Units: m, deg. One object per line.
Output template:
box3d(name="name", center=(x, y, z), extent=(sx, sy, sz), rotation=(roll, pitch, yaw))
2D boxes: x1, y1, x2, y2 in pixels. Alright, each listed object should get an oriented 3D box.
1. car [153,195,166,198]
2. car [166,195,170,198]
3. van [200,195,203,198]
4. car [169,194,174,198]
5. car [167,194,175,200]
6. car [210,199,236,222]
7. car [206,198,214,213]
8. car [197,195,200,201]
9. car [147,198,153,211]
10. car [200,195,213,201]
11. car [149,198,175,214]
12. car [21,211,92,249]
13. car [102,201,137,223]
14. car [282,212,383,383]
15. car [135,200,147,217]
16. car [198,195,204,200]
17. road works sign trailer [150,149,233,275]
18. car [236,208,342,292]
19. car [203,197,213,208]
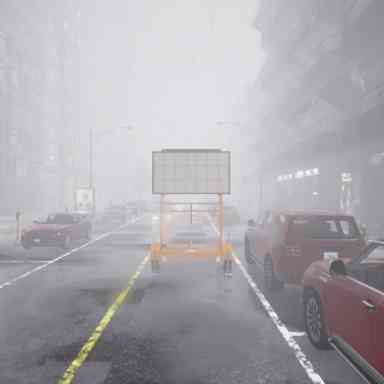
box3d(name="car", center=(-5.790, 1.428, 54.104), extent=(1.967, 1.590, 4.097), rotation=(1, 0, 0))
box3d(name="car", center=(-5.815, 1.561, 65.417), extent=(1.802, 1.307, 4.206), rotation=(1, 0, 0))
box3d(name="van", center=(2.591, 1.329, 54.086), extent=(1.690, 1.788, 3.998), rotation=(1, 0, 0))
box3d(name="car", center=(-5.837, 1.409, 76.730), extent=(1.967, 1.590, 4.097), rotation=(1, 0, 0))
box3d(name="car", center=(-5.871, 1.389, 93.701), extent=(1.967, 1.590, 4.097), rotation=(1, 0, 0))
box3d(name="car", center=(2.647, 1.528, 25.972), extent=(1.752, 1.417, 4.829), rotation=(1, 0, 0))
box3d(name="car", center=(2.635, 1.566, 31.459), extent=(1.947, 1.339, 4.313), rotation=(1, 0, 0))
box3d(name="car", center=(2.541, 1.551, 76.712), extent=(1.802, 1.307, 4.206), rotation=(1, 0, 0))
box3d(name="car", center=(-5.757, 1.564, 37.132), extent=(1.947, 1.339, 4.313), rotation=(1, 0, 0))
box3d(name="car", center=(2.600, 1.557, 48.429), extent=(1.947, 1.339, 4.313), rotation=(1, 0, 0))
box3d(name="car", center=(-3.073, 1.599, 35.435), extent=(1.895, 1.301, 4.718), rotation=(0, 0, 0))
box3d(name="car", center=(-5.710, 1.548, 14.505), extent=(1.887, 1.381, 4.507), rotation=(1, 0, 0))
box3d(name="car", center=(-5.734, 1.584, 25.818), extent=(1.802, 1.307, 4.206), rotation=(1, 0, 0))
box3d(name="car", center=(2.696, 1.316, 3.175), extent=(2.192, 1.841, 5.009), rotation=(1, 0, 0))
box3d(name="car", center=(-5.745, 1.545, 31.475), extent=(1.887, 1.381, 4.507), rotation=(1, 0, 0))
box3d(name="car", center=(2.507, 1.530, 93.682), extent=(1.802, 1.307, 4.206), rotation=(1, 0, 0))
box3d(name="road works sign trailer", center=(-0.021, 0.467, 10.391), extent=(2.380, 3.560, 2.880), rotation=(0, 0, 0))
box3d(name="car", center=(2.685, 1.317, 8.833), extent=(2.192, 1.841, 5.009), rotation=(1, 0, 0))
box3d(name="car", center=(2.624, 1.549, 37.116), extent=(2.008, 1.369, 4.403), rotation=(1, 0, 0))
